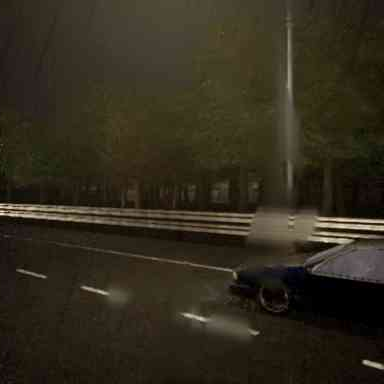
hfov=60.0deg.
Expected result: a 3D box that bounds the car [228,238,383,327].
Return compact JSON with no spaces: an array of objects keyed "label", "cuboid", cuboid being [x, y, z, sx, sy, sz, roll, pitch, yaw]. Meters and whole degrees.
[{"label":"car","cuboid":[3.337,1.548,5.786,5.357,1.411,2.033,0,0,36]}]
